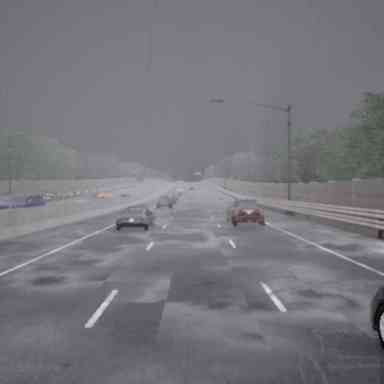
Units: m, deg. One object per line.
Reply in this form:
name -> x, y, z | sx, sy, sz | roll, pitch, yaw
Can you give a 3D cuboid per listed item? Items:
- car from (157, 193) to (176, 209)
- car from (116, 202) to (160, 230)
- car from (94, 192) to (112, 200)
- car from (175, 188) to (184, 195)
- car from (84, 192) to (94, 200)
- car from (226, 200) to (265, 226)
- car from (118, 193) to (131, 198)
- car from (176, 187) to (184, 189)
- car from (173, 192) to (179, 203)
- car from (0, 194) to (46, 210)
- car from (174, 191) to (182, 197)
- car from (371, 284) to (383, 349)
car -> -3.492, 1.301, 42.997 | 2.033, 1.649, 4.856 | 0, 0, 0
car -> -3.396, 1.539, 20.704 | 1.994, 1.385, 4.181 | 0, 0, 0
car -> -17.488, 0.737, 66.887 | 1.882, 1.535, 5.008 | 0, 2, 0
car -> -3.487, 0.491, 75.969 | 1.812, 1.442, 4.674 | 0, 2, 0
car -> -20.988, 0.708, 69.108 | 2.128, 1.511, 4.902 | 0, 2, 0
car -> 3.605, 1.316, 23.109 | 2.097, 1.767, 4.553 | 0, 0, 0
car -> -13.988, 0.778, 69.080 | 1.895, 1.301, 4.718 | 0, 2, 0
car -> -3.485, 0.064, 86.964 | 1.994, 1.385, 4.181 | 0, 3, 0
car -> -3.490, 1.208, 53.987 | 1.837, 1.490, 4.892 | 0, 1, 0
car -> -14.083, 1.168, 27.574 | 2.150, 2.045, 5.566 | 0, 0, 0
car -> -3.489, 0.989, 65.008 | 1.895, 1.301, 4.718 | 0, 2, 0
car -> 3.599, 1.520, 3.050 | 1.837, 1.490, 4.892 | 0, 0, 0
